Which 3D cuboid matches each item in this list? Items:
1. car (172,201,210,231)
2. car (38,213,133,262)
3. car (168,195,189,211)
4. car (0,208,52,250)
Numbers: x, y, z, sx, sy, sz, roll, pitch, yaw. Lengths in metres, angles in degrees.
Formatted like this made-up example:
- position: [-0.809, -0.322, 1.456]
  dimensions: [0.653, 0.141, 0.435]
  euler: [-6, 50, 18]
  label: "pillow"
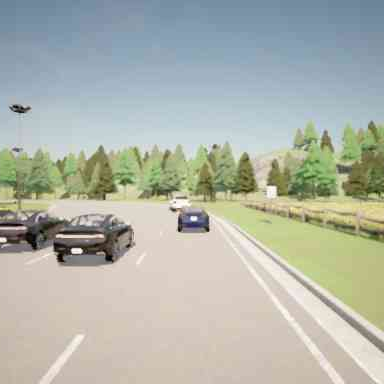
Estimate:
- position: [0.069, 1.582, 21.470]
  dimensions: [2.163, 1.488, 4.792]
  euler: [0, 0, -1]
  label: "car"
- position: [-3.400, 1.536, 12.241]
  dimensions: [2.128, 1.511, 4.902]
  euler: [0, 0, 0]
  label: "car"
- position: [-1.653, 1.373, 41.550]
  dimensions: [2.150, 2.045, 5.566]
  euler: [0, 0, -11]
  label: "car"
- position: [-6.900, 1.544, 14.553]
  dimensions: [2.128, 1.511, 4.902]
  euler: [0, 0, 0]
  label: "car"
